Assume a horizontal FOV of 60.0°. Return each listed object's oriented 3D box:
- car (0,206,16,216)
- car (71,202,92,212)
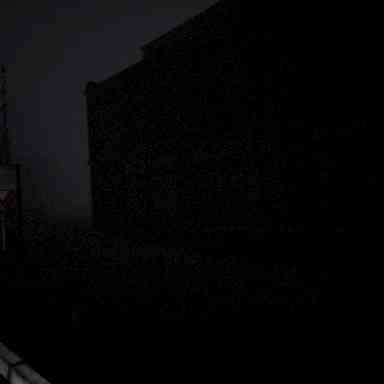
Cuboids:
[{"bbox_3d":[-27.514,2.839,47.844,4.892,1.490,1.837,-4,-4,25],"label":"car"},{"bbox_3d":[-17.847,2.396,54.070,1.882,1.535,5.008,-4,0,6],"label":"car"}]
